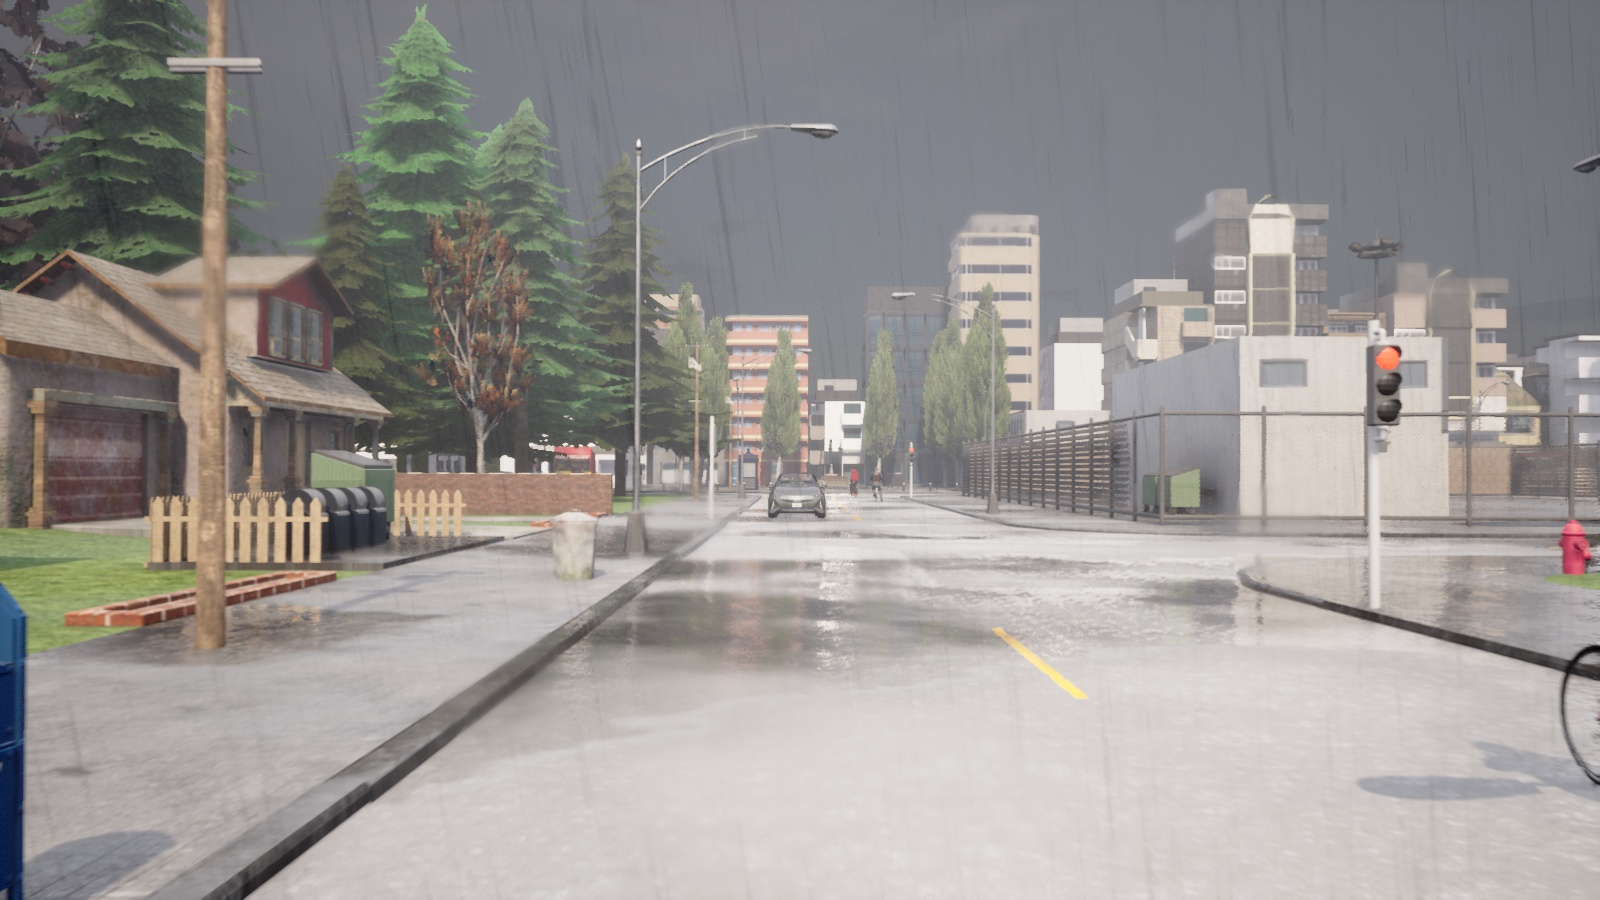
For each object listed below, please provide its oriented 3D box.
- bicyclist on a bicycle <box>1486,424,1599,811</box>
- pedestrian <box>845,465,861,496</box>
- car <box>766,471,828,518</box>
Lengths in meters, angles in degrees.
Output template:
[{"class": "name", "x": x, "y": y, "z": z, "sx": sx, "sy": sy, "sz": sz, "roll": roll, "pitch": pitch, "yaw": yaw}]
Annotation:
[{"class": "bicyclist on a bicycle", "x": 3.996, "y": 0.766, "z": 5.765, "sx": 0.659, "sy": 1.776, "sz": 1.843, "roll": 0, "pitch": -1, "yaw": 0}, {"class": "pedestrian", "x": 3.216, "y": 1.850, "z": 76.114, "sx": 0.899, "sy": 1.844, "sz": 0.634, "roll": 0, "pitch": -1, "yaw": 0}, {"class": "car", "x": -0.096, "y": 1.478, "z": 42.786, "sx": 2.007, "sy": 1.525, "sz": 4.514, "roll": 0, "pitch": -1, "yaw": 0}]
